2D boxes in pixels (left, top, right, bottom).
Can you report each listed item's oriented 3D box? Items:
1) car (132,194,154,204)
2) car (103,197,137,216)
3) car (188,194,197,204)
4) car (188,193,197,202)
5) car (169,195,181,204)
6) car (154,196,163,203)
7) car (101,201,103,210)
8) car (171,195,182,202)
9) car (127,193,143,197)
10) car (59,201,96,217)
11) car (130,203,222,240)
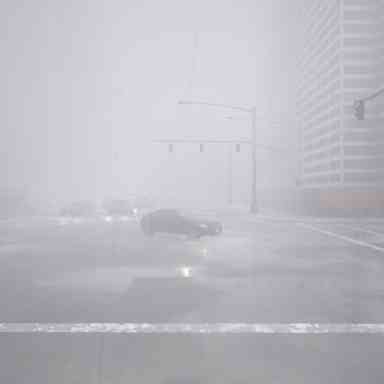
[{"bbox_3d":[-7.036,1.499,48.139,1.837,1.490,4.892,0,1,0],"label":"car"},{"bbox_3d":[-7.060,1.504,33.018,1.837,1.490,4.892,0,0,0],"label":"car"},{"bbox_3d":[0.075,1.546,64.185,2.033,1.411,5.357,0,0,0],"label":"car"},{"bbox_3d":[0.087,1.183,74.440,2.097,1.767,4.553,0,0,0],"label":"car"},{"bbox_3d":[-3.425,1.491,64.189,2.128,1.511,4.902,0,0,0],"label":"car"},{"bbox_3d":[-6.928,1.508,68.024,1.837,1.490,4.892,0,0,0],"label":"car"},{"bbox_3d":[-10.548,1.505,43.610,1.837,1.490,4.892,0,0,0],"label":"car"},{"bbox_3d":[-3.412,1.353,74.474,2.128,1.511,4.902,0,0,0],"label":"car"},{"bbox_3d":[-10.498,1.221,60.563,2.150,2.045,5.566,0,0,0],"label":"car"},{"bbox_3d":[-10.563,1.547,31.160,2.033,1.411,5.357,0,0,0],"label":"car"},{"bbox_3d":[-0.706,1.525,17.023,4.674,1.442,1.812,0,1,36],"label":"car"}]
